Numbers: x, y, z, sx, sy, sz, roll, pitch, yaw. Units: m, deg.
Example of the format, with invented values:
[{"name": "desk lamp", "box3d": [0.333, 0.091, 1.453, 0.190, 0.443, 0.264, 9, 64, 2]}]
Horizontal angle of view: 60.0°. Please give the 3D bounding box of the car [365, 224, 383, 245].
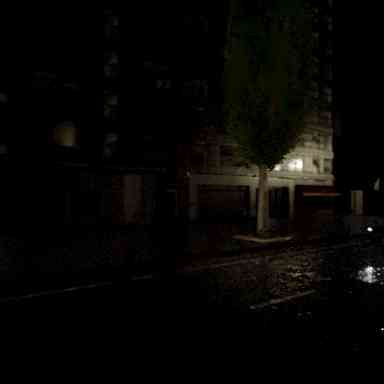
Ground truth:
[{"name": "car", "box3d": [9.728, 1.689, 14.842, 4.718, 1.301, 1.895, 0, 0, -36]}]
